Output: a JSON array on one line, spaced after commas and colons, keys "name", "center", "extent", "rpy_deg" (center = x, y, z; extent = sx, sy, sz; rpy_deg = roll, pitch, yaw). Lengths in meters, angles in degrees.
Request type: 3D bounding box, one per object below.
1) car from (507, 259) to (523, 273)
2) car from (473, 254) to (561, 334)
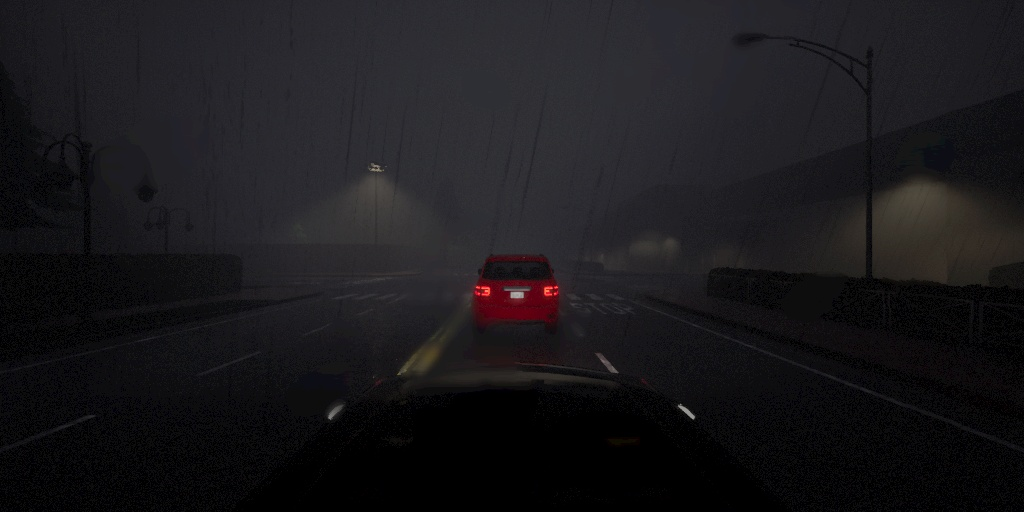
[{"name": "car", "center": [0.356, 1.227, 45.593], "extent": [1.882, 1.535, 5.008], "rpy_deg": [0, 0, 1]}, {"name": "car", "center": [0.121, 0.971, 10.740], "extent": [2.150, 2.045, 5.566], "rpy_deg": [0, 0, 0]}]
